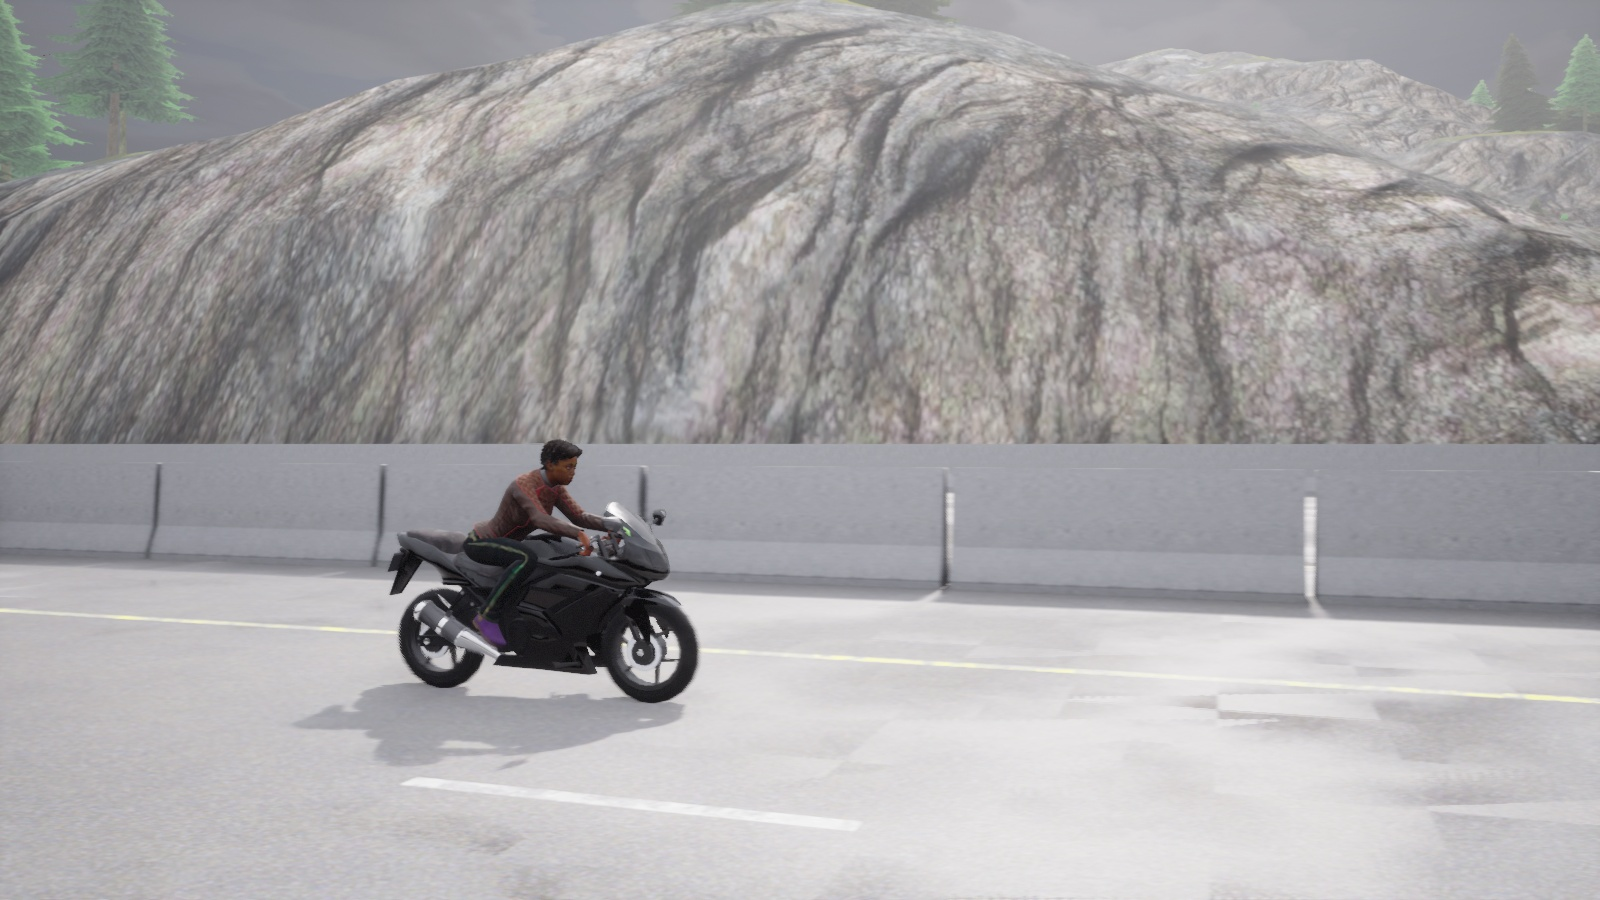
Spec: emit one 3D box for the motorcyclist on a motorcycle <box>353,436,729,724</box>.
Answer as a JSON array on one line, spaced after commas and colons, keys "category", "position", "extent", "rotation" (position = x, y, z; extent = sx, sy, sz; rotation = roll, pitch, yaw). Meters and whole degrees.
[{"category": "motorcyclist on a motorcycle", "position": [-1.518, 0.685, 7.396], "extent": [2.044, 1.523, 0.797], "rotation": [1, 1, 19]}]
